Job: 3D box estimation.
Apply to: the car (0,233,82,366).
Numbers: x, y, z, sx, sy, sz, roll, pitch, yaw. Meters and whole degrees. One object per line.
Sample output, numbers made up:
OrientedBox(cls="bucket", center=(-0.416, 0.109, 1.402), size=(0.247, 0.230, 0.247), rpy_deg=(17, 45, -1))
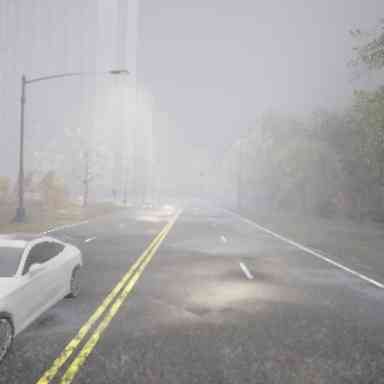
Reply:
OrientedBox(cls="car", center=(-3.331, 1.511, 5.763), size=(1.812, 1.442, 4.674), rpy_deg=(1, 0, 0))

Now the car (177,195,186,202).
OrientedBox(cls="car", center=(-3.229, 2.145, 94.390), size=(1.837, 1.490, 4.892), rpy_deg=(1, 0, 0))
